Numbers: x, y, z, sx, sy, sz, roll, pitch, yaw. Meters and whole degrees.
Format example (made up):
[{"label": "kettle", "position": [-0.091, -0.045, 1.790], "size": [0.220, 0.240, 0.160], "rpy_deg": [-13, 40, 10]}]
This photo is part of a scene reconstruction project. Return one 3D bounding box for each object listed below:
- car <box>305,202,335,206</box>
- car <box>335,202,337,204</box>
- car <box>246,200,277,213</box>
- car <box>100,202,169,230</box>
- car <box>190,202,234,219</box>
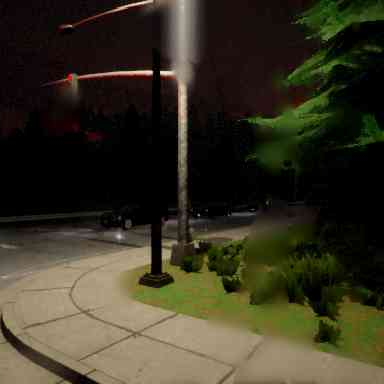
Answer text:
[{"label": "car", "position": [16.379, 1.195, 42.928], "size": [2.150, 2.045, 5.566], "rpy_deg": [0, 0, 36]}, {"label": "car", "position": [22.682, 1.465, 51.394], "size": [2.128, 1.511, 4.902], "rpy_deg": [0, 0, 37]}, {"label": "car", "position": [7.791, 1.574, 37.393], "size": [1.895, 1.301, 4.718], "rpy_deg": [0, 0, 36]}, {"label": "car", "position": [-3.545, 1.451, 21.162], "size": [1.882, 1.535, 5.008], "rpy_deg": [0, 0, 35]}, {"label": "car", "position": [1.820, 1.574, 28.918], "size": [1.895, 1.301, 4.718], "rpy_deg": [0, 0, 35]}]
